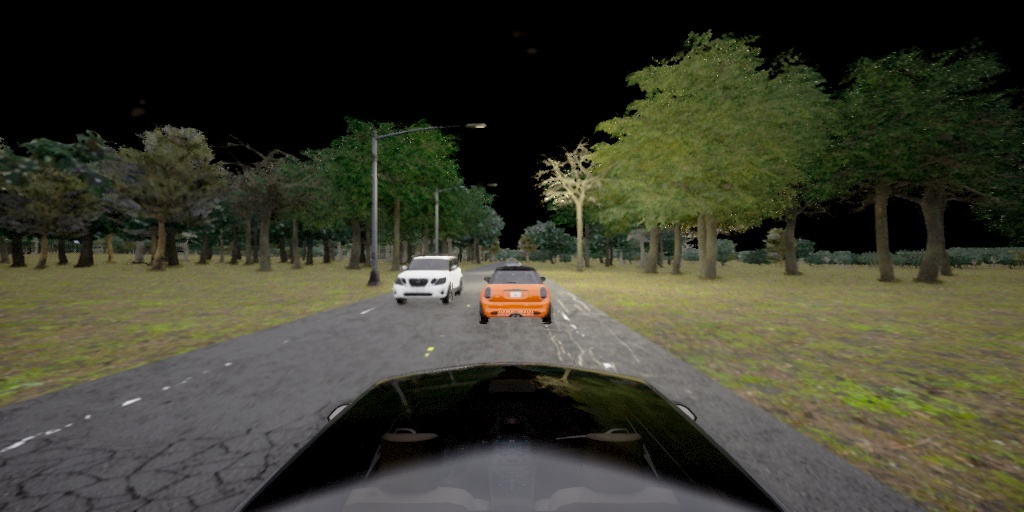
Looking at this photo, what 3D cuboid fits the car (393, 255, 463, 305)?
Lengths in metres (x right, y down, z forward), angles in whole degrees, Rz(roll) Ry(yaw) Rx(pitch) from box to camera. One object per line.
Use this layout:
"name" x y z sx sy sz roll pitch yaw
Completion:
"car" -3.591 0.981 16.414 2.150 2.045 5.566 0 0 0

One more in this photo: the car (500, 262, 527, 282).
"car" 0.108 1.269 30.301 2.128 1.511 4.902 0 0 0

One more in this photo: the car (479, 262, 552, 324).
"car" 0.104 1.108 12.194 2.097 1.767 4.553 0 0 0
